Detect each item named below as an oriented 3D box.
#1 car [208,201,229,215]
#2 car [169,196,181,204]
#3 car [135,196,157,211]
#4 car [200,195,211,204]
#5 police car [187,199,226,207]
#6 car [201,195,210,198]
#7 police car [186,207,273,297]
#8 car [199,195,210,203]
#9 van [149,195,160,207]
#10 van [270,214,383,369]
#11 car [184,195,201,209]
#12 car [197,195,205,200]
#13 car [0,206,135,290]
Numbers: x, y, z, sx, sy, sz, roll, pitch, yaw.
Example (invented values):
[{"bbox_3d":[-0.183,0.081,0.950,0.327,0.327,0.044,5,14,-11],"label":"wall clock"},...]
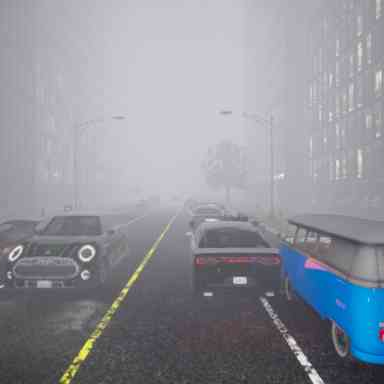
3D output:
[{"bbox_3d":[2.609,1.581,34.054,1.802,1.307,4.206,0,0,0],"label":"car"},{"bbox_3d":[-3.153,1.494,63.485,1.812,1.442,4.674,0,0,0],"label":"car"},{"bbox_3d":[-5.786,1.548,39.729,2.008,1.369,4.403,0,0,0],"label":"car"},{"bbox_3d":[2.541,1.410,62.516,1.967,1.590,4.097,0,0,0],"label":"car"},{"bbox_3d":[0.855,1.425,18.716,1.930,1.638,5.238,0,0,0],"label":"police car"},{"bbox_3d":[2.582,1.544,45.439,2.008,1.369,4.403,0,0,0],"label":"car"},{"bbox_3d":[0.879,1.425,8.716,1.930,1.638,5.238,0,0,0],"label":"police car"},{"bbox_3d":[2.527,1.401,68.208,1.967,1.590,4.097,0,0,0],"label":"car"},{"bbox_3d":[-5.813,1.328,51.115,1.690,1.788,3.998,0,0,0],"label":"van"},{"bbox_3d":[2.677,1.341,5.592,1.690,1.788,3.998,0,0,0],"label":"van"},{"bbox_3d":[-0.102,1.471,45.189,1.882,1.535,5.008,0,0,1],"label":"car"},{"bbox_3d":[2.472,1.463,90.978,1.887,1.381,4.507,0,0,0],"label":"car"},{"bbox_3d":[-3.122,1.352,9.247,2.097,1.767,4.553,0,0,0],"label":"car"}]
